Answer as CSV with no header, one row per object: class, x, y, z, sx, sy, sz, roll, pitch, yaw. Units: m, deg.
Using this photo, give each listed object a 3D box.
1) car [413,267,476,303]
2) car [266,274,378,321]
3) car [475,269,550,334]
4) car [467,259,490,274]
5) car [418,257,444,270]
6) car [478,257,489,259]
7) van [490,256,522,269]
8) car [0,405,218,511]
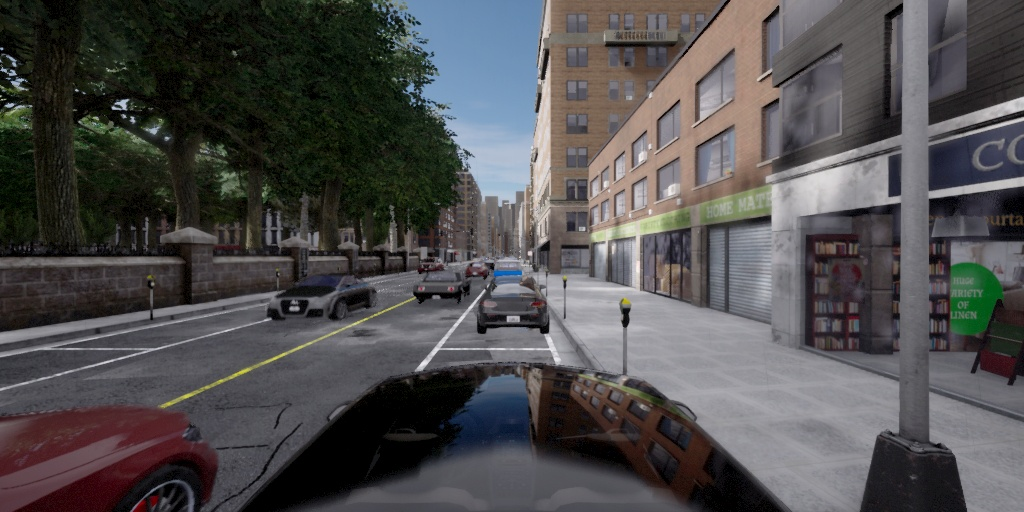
car,-2.992,1.346,16.488,1.895,1.301,4.718,0,0,0
car,-6.205,1.311,12.221,1.994,1.385,4.181,0,0,0
car,0.037,1.274,10.492,1.812,1.442,4.674,0,0,0
car,-3.044,1.260,31.688,1.812,1.442,4.674,0,0,0
car,-8.687,1.040,38.812,2.192,1.841,5.009,0,0,0
car,-2.896,1.194,45.928,1.882,1.535,5.008,0,0,0
van,-0.218,1.083,21.843,1.690,1.789,3.998,0,0,0
car,-3.044,1.276,0.613,1.812,1.442,4.674,0,0,0
